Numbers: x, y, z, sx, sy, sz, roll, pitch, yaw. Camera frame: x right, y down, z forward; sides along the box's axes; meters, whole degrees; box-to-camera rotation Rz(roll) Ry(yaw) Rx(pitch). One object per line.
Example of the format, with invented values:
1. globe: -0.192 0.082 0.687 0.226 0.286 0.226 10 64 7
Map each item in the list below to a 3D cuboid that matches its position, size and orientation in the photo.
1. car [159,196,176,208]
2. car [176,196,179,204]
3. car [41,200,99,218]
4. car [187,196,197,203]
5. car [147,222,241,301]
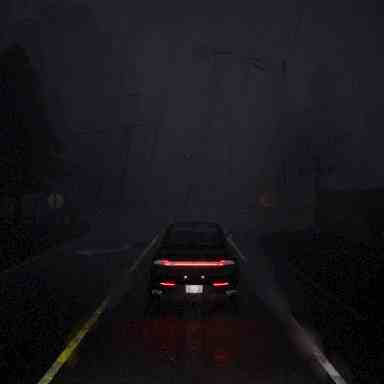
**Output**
1. car: -3.554 1.526 46.877 1.812 1.442 4.674 0 0 0
2. car: -3.523 1.477 62.166 1.882 1.535 5.008 0 0 0
3. car: -10.654 1.518 29.155 4.892 1.490 1.837 0 3 -4
4. car: 0.047 1.491 69.512 2.128 1.511 4.902 0 0 0
5. car: 0.059 1.492 8.281 2.128 1.511 4.902 0 0 0
